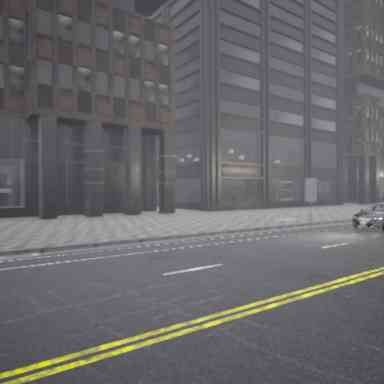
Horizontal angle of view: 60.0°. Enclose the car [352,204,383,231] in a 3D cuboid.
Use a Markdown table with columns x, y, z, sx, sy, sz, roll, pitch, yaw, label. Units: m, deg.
| x | y | z | sx | sy | sz | roll | pitch | yaw | label |
| --- | --- | --- | --- | --- | --- | --- | --- | --- | --- |
| 11.472 | 1.450 | 19.808 | 4.902 | 1.511 | 2.128 | 0 | 0 | -35 | car |
